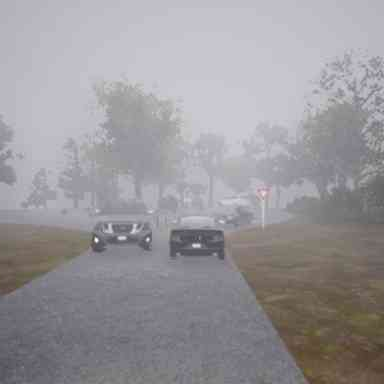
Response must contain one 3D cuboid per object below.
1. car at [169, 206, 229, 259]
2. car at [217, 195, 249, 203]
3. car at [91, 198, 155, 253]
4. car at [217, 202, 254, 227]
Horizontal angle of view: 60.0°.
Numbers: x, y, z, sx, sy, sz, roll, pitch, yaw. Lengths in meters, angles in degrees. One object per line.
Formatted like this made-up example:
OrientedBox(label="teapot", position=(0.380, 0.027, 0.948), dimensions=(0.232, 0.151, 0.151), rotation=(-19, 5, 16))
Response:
OrientedBox(label="car", position=(0.258, 1.546, 12.941), dimensions=(1.882, 1.535, 5.008), rotation=(0, 0, 3))
OrientedBox(label="car", position=(5.995, 1.476, 48.639), dimensions=(2.150, 2.045, 5.566), rotation=(1, -1, -34))
OrientedBox(label="car", position=(-2.900, 1.298, 14.526), dimensions=(2.150, 2.045, 5.566), rotation=(1, 0, -9))
OrientedBox(label="car", position=(2.917, 1.672, 23.744), dimensions=(2.033, 1.411, 5.357), rotation=(0, 0, 25))
